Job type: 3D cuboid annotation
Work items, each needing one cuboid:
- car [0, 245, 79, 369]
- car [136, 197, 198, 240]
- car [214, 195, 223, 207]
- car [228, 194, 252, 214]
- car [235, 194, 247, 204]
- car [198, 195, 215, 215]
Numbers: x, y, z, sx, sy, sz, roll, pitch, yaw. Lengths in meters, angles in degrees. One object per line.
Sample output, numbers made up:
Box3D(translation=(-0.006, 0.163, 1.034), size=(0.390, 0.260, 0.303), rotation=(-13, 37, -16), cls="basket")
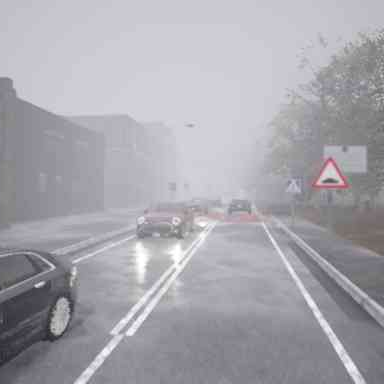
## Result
Box3D(translation=(-3.057, 1.466, 3.739), size=(1.837, 1.490, 4.892), rotation=(1, 0, 8), cls="car")
Box3D(translation=(-1.170, 1.228, 16.398), size=(2.097, 1.767, 4.553), rotation=(1, 1, 9), cls="car")
Box3D(translation=(2.892, 1.130, 42.982), size=(1.882, 1.535, 5.008), rotation=(1, 0, 9), cls="car")
Box3D(translation=(4.085, 1.181, 28.331), size=(1.812, 1.442, 4.674), rotation=(1, -6, 9), cls="car")
Box3D(translation=(7.793, 1.088, 52.873), size=(1.882, 1.535, 5.008), rotation=(1, 0, 9), cls="car")
Box3D(translation=(0.452, 1.131, 27.235), size=(1.994, 1.385, 4.181), rotation=(1, -2, 9), cls="car")
